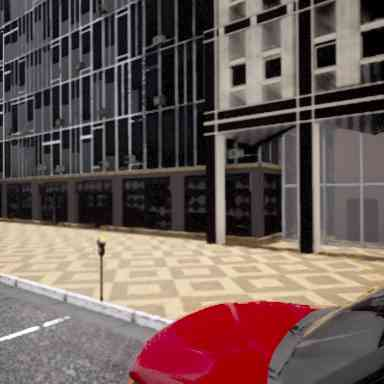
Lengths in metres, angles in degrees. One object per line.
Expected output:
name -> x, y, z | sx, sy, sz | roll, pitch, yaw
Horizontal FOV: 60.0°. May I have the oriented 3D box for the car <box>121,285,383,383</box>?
car -> 1.788, 1.310, 1.599 | 5.009, 1.841, 2.192 | -1, 0, 36
